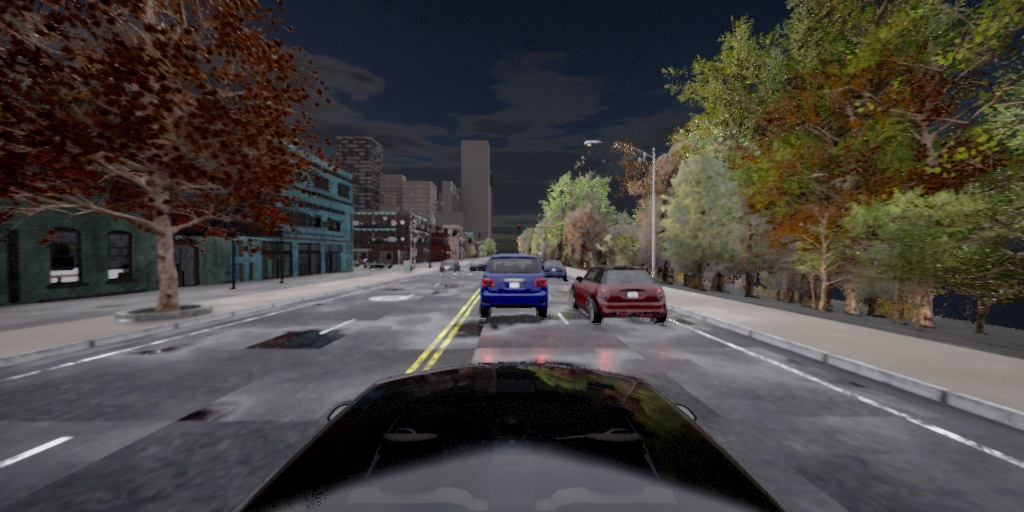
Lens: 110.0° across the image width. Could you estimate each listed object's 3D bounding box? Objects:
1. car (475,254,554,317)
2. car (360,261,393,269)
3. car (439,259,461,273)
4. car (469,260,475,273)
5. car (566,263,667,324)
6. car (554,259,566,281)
[{"bbox_3d":[0.044,0.943,13.157,2.150,2.045,5.566,0,0,-1],"label":"car"},{"bbox_3d":[-20.660,1.437,55.522,4.313,1.339,1.948,0,0,-1],"label":"car"},{"bbox_3d":[-7.038,1.146,41.080,2.128,1.511,4.902,0,0,0],"label":"car"},{"bbox_3d":[-3.789,1.130,41.084,1.882,1.535,5.008,0,0,0],"label":"car"},{"bbox_3d":[3.299,1.075,11.970,2.097,1.767,4.553,0,0,-1],"label":"car"},{"bbox_3d":[3.065,1.033,28.763,2.097,1.767,4.553,0,0,-1],"label":"car"}]
